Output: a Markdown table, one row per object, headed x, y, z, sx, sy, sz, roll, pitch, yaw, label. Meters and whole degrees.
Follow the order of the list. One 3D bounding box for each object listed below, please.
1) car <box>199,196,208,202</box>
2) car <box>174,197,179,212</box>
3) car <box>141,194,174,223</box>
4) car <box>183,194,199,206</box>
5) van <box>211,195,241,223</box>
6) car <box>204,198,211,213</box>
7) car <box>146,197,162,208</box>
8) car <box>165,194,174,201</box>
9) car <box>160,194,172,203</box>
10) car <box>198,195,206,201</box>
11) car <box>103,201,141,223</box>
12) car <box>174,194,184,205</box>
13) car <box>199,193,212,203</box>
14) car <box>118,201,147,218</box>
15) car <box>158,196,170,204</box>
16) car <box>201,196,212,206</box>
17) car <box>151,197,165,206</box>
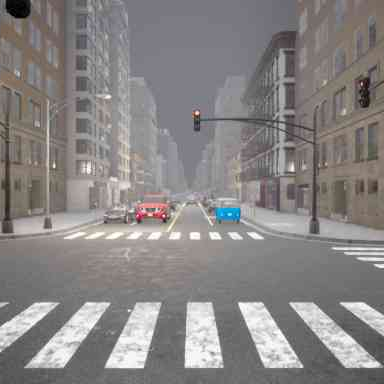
| x | y | z | sx | sy | sz | roll | pitch | yaw | label |
| --- | --- | --- | --- | --- | --- | --- | --- | --- | --- |
| 2.607 | 1.524 | 76.100 | 2.008 | 1.369 | 4.403 | 0 | 0 | 0 | car |
| -2.864 | 1.599 | 39.162 | 1.895 | 1.301 | 4.718 | 0 | 0 | 0 | car |
| -2.858 | 1.220 | 25.637 | 2.150 | 2.045 | 5.566 | 0 | 0 | 0 | car |
| -0.023 | 1.537 | 54.681 | 2.033 | 1.411 | 5.357 | 0 | 0 | 0 | car |
| 2.626 | 1.340 | 24.969 | 1.690 | 1.788 | 3.998 | 0 | 0 | 0 | van |
| 2.622 | 1.580 | 36.331 | 1.802 | 1.307 | 4.206 | 0 | 0 | 0 | car |
| -5.407 | 1.520 | 47.515 | 1.752 | 1.417 | 4.829 | 0 | 0 | 0 | car |
| -5.421 | 1.409 | 81.775 | 1.967 | 1.590 | 4.097 | 0 | 0 | 0 | car |
| -5.416 | 1.293 | 70.411 | 2.192 | 1.841 | 5.009 | 0 | 0 | 0 | car |
| 2.602 | 1.531 | 87.463 | 1.947 | 1.339 | 4.313 | 0 | 0 | 0 | car |
| -5.399 | 1.549 | 24.957 | 2.008 | 1.369 | 4.403 | 0 | 0 | 0 | car |
| -2.786 | 1.495 | 57.907 | 1.837 | 1.490 | 4.892 | 0 | 0 | 0 | car |
| 2.616 | 1.305 | 53.375 | 2.192 | 1.841 | 5.009 | 0 | 0 | 0 | car |
| -5.401 | 1.543 | 30.638 | 1.887 | 1.381 | 4.507 | 0 | 0 | 0 | car |
| -5.414 | 1.548 | 64.730 | 1.947 | 1.339 | 4.313 | 0 | 0 | 0 | car |
| 2.618 | 1.576 | 47.694 | 1.802 | 1.307 | 4.206 | 0 | 0 | 0 | car |
| -5.409 | 1.556 | 53.367 | 1.947 | 1.339 | 4.313 | 0 | 0 | 0 | car |
